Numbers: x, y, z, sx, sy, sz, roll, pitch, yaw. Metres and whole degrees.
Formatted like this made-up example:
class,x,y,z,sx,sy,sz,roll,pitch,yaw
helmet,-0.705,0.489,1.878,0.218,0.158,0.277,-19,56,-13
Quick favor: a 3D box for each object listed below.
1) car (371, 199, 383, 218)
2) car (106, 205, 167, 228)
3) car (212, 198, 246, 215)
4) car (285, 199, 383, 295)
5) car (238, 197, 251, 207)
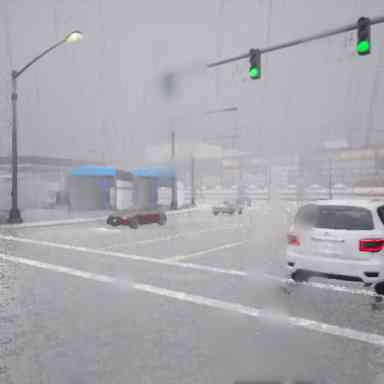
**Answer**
class,x,y,z,sx,sy,sz,roll,pitch,yaw
car,17.595,1.434,29.818,2.033,1.411,5.357,0,0,21
car,-3.589,1.563,22.034,1.994,1.385,4.181,0,0,36
car,3.571,1.551,32.961,1.895,1.301,4.718,0,0,24
car,4.385,1.204,9.023,2.150,2.045,5.566,0,0,37
car,7.549,1.434,48.976,2.128,1.511,4.902,0,0,1
